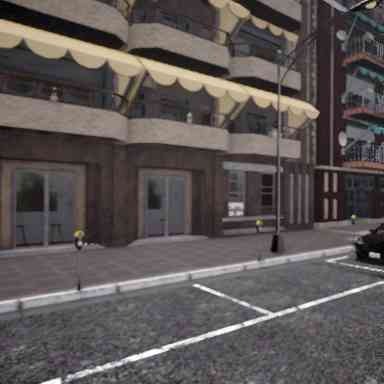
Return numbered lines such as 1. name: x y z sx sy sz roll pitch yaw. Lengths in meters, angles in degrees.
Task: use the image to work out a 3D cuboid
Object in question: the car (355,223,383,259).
1. car: 7.694 1.697 12.042 4.313 1.339 1.947 1 0 -35
